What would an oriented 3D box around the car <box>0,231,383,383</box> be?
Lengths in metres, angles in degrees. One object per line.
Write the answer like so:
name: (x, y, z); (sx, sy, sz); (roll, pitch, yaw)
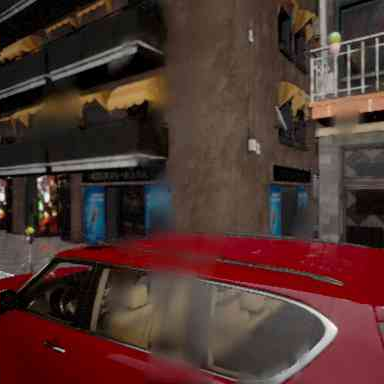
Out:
car: (-0.372, 1.321, 3.143); (5.009, 1.841, 2.192); (0, 0, 36)
